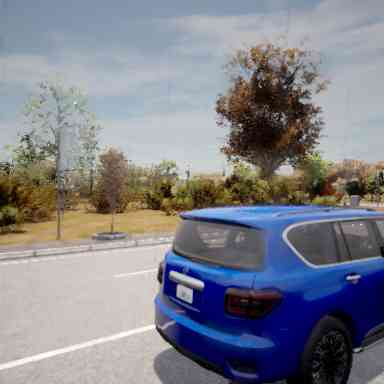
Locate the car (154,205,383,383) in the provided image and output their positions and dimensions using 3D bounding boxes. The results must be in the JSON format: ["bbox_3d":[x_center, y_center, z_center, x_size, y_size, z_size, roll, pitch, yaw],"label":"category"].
[{"bbox_3d":[2.096,1.225,5.256,5.566,2.045,2.150,0,0,-36],"label":"car"}]
